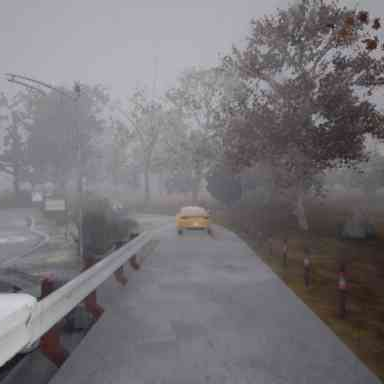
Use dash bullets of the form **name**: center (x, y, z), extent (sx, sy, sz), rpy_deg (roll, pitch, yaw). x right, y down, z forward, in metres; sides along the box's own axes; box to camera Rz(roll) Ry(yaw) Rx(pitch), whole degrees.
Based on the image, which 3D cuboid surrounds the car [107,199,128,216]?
- **car**: center (-8.769, 1.557, 34.052), extent (4.553, 1.767, 2.097), rpy_deg (0, 3, 34)

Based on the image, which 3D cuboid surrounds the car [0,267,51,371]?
- **car**: center (-6.853, 3.411, 8.592), extent (5.566, 2.045, 2.435), rpy_deg (0, 4, -19)

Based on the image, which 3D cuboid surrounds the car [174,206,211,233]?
- **car**: center (-0.027, 1.627, 20.792), extent (1.882, 1.535, 5.008), rpy_deg (0, 0, -6)

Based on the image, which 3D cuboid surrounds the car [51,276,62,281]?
- **car**: center (-6.822, 3.481, 11.628), extent (4.792, 1.488, 2.163), rpy_deg (0, 4, -19)
